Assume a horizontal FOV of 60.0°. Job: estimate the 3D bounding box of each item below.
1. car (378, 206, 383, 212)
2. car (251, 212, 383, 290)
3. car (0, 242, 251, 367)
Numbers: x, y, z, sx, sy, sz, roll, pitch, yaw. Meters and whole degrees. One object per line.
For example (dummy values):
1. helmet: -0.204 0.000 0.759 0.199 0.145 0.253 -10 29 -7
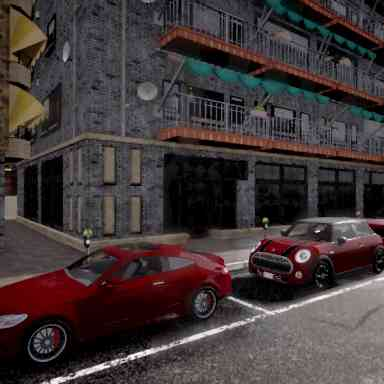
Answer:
1. car: 8.028 1.322 12.315 5.009 1.841 2.192 0 0 -36
2. car: 3.423 1.443 9.016 4.097 1.590 1.967 0 0 -36
3. car: -1.180 1.583 5.718 4.206 1.307 1.802 0 0 -36
